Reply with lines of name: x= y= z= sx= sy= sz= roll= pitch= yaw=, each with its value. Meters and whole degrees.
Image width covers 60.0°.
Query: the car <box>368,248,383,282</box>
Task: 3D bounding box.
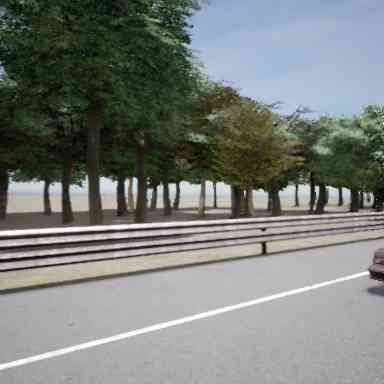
car: x=6.687 y=1.655 z=8.606 sx=5.357 sy=1.411 sz=2.033 roll=1 pitch=0 yaw=-35
